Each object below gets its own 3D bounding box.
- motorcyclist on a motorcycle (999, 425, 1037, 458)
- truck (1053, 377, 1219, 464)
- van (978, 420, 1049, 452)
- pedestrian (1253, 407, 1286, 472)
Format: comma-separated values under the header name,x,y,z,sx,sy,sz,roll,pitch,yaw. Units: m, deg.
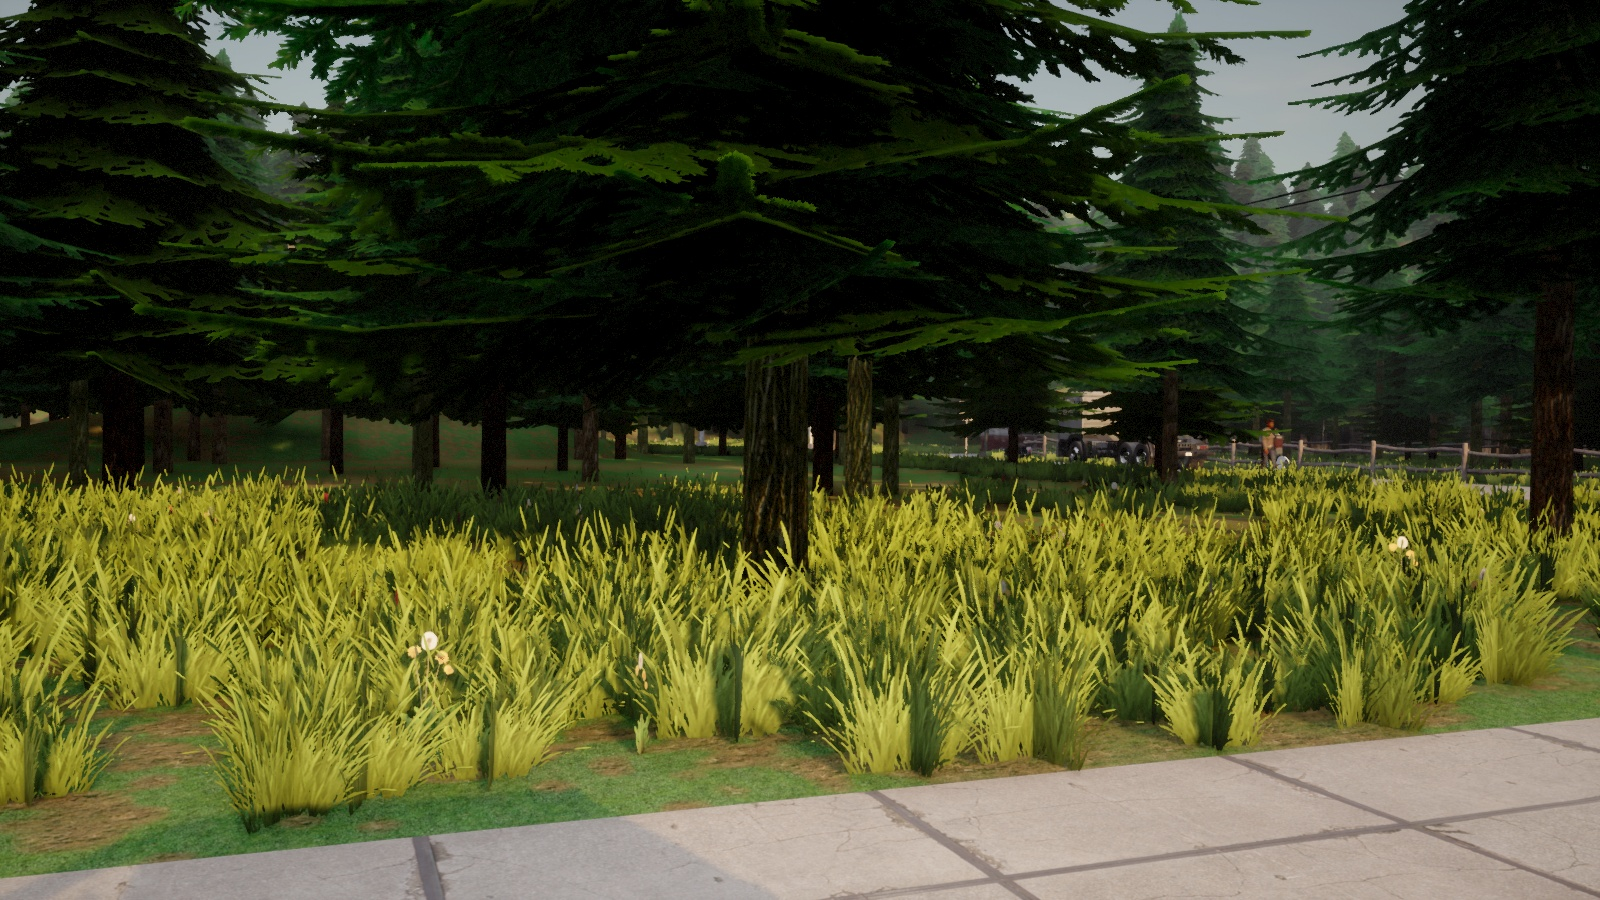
name,x,y,z,sx,sy,sz,roll,pitch,yaw
motorcyclist on a motorcycle,10.977,-0.428,63.368,0.766,1.649,2.350,-1,1,-21
truck,14.276,-1.246,54.160,2.891,3.462,7.936,-1,1,-20
van,13.956,-0.935,82.037,4.442,1.987,1.775,-1,1,-28
pedestrian,13.171,-0.301,35.253,0.328,1.805,0.869,-1,1,-28
